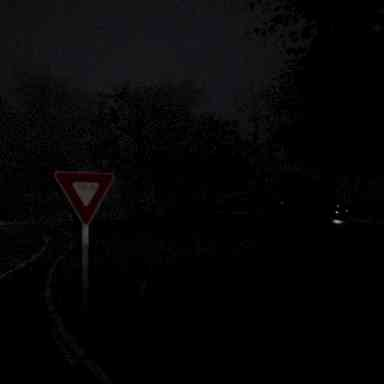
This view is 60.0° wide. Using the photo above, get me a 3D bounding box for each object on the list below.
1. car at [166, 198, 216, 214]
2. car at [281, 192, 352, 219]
[{"bbox_3d":[-0.132,1.359,33.179,5.008,1.535,1.882,-1,0,-6],"label":"car"},{"bbox_3d":[9.703,1.039,26.437,2.150,2.045,5.566,0,-1,-35],"label":"car"}]
